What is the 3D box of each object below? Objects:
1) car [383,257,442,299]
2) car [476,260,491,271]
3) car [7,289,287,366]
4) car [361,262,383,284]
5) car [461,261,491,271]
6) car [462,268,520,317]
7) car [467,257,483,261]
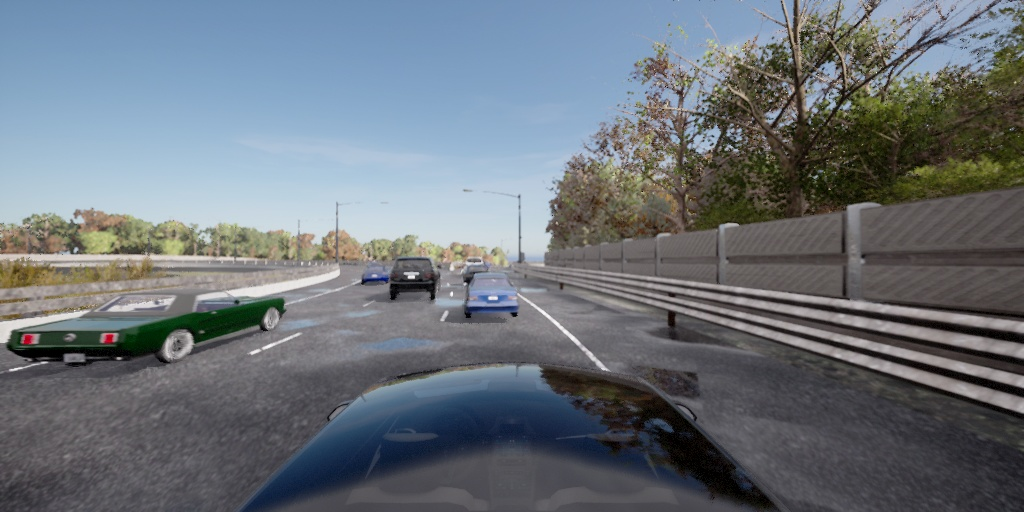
[{"bbox_3d":[-4.959,1.056,18.801,2.150,2.045,5.566,0,0,-9],"label":"car"},{"bbox_3d":[-4.462,1.497,57.144,1.882,1.535,5.008,0,0,1],"label":"car"},{"bbox_3d":[-7.257,1.385,8.070,1.895,1.301,4.718,0,0,-3],"label":"car"},{"bbox_3d":[-10.601,1.447,28.313,1.994,1.385,4.181,0,0,-14],"label":"car"},{"bbox_3d":[-2.568,1.374,25.787,1.837,1.490,4.892,0,0,-8],"label":"car"},{"bbox_3d":[-0.842,1.355,13.501,2.033,1.411,5.357,0,0,-6],"label":"car"},{"bbox_3d":[-4.246,1.164,41.249,2.150,2.045,5.566,0,0,-4],"label":"car"}]
